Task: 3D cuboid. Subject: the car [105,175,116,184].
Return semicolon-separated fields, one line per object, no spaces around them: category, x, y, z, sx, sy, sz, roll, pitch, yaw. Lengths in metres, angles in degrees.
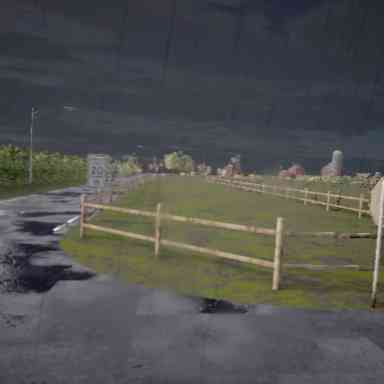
car;-13.001;-1.974;51.520;2.033;1.411;5.357;3;3;-6
